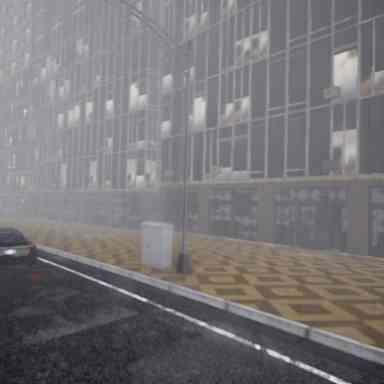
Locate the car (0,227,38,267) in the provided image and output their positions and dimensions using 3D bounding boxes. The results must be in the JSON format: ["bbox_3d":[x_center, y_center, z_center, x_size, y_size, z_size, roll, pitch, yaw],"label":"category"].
[{"bbox_3d":[-7.356,1.994,12.490,1.994,1.385,4.181,3,-3,-42],"label":"car"}]
